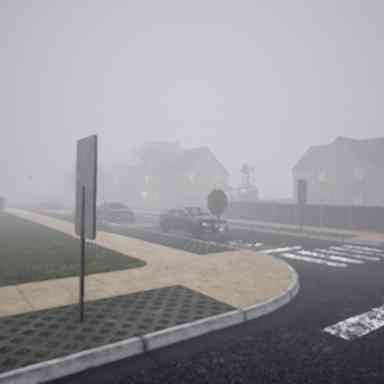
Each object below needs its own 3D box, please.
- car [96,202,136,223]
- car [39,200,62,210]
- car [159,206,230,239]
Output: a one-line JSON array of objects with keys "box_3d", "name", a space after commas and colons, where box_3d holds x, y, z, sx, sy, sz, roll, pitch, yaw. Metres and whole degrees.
[{"box_3d": [-6.136, 1.560, 26.494, 1.837, 1.490, 4.892, 1, 1, -36], "name": "car"}, {"box_3d": [-18.740, 1.689, 44.012, 1.895, 1.301, 4.718, 1, -1, -36], "name": "car"}, {"box_3d": [-0.002, 1.556, 18.027, 2.128, 1.511, 4.902, 1, -1, -36], "name": "car"}]
